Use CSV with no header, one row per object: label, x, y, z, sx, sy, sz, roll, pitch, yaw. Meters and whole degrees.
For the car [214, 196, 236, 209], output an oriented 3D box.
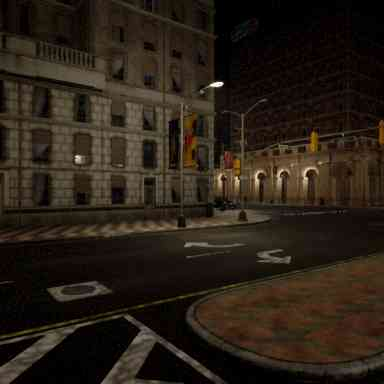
car,3.735,1.352,43.649,2.097,1.767,4.553,0,0,-36
